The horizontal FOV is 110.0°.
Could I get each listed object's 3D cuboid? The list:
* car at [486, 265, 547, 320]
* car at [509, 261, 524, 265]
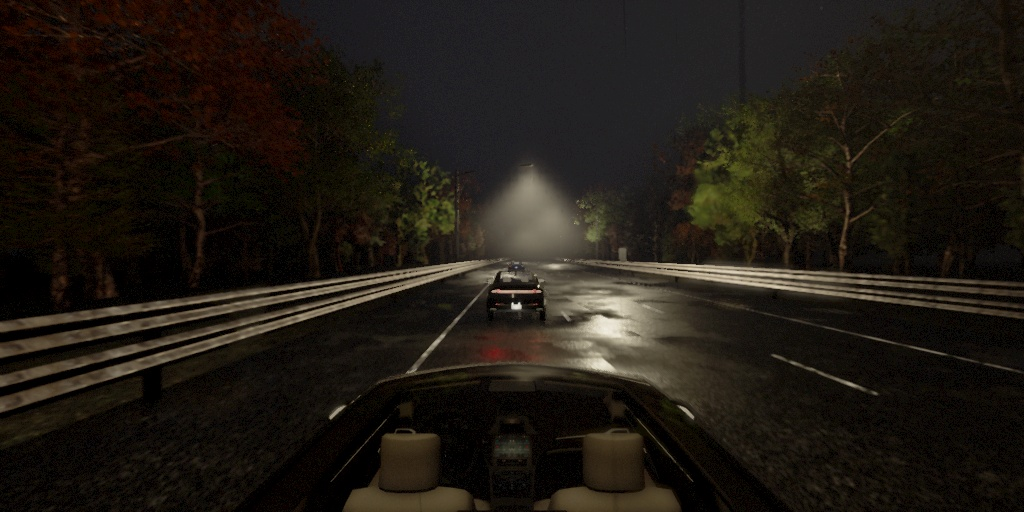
[{"bbox_3d":[0.140,1.237,12.614,2.128,1.511,4.902,0,0,0],"label":"car"},{"bbox_3d":[0.529,1.293,43.352,1.994,1.385,4.181,0,0,1],"label":"car"}]
